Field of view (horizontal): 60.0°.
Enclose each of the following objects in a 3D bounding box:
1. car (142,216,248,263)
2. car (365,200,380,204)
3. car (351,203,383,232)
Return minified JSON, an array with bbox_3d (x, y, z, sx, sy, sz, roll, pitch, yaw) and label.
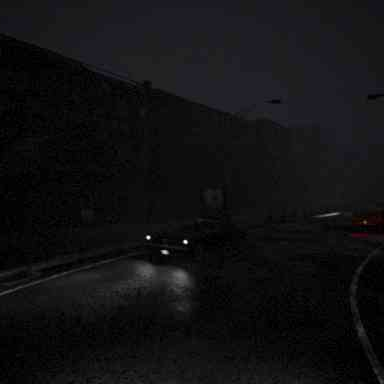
[{"bbox_3d":[0.322,1.598,12.266,1.895,1.301,4.718,1,0,32],"label":"car"},{"bbox_3d":[24.646,1.928,45.569,2.128,1.511,4.902,2,2,37],"label":"car"},{"bbox_3d":[12.360,1.796,22.873,1.882,1.535,5.008,2,0,37],"label":"car"}]
